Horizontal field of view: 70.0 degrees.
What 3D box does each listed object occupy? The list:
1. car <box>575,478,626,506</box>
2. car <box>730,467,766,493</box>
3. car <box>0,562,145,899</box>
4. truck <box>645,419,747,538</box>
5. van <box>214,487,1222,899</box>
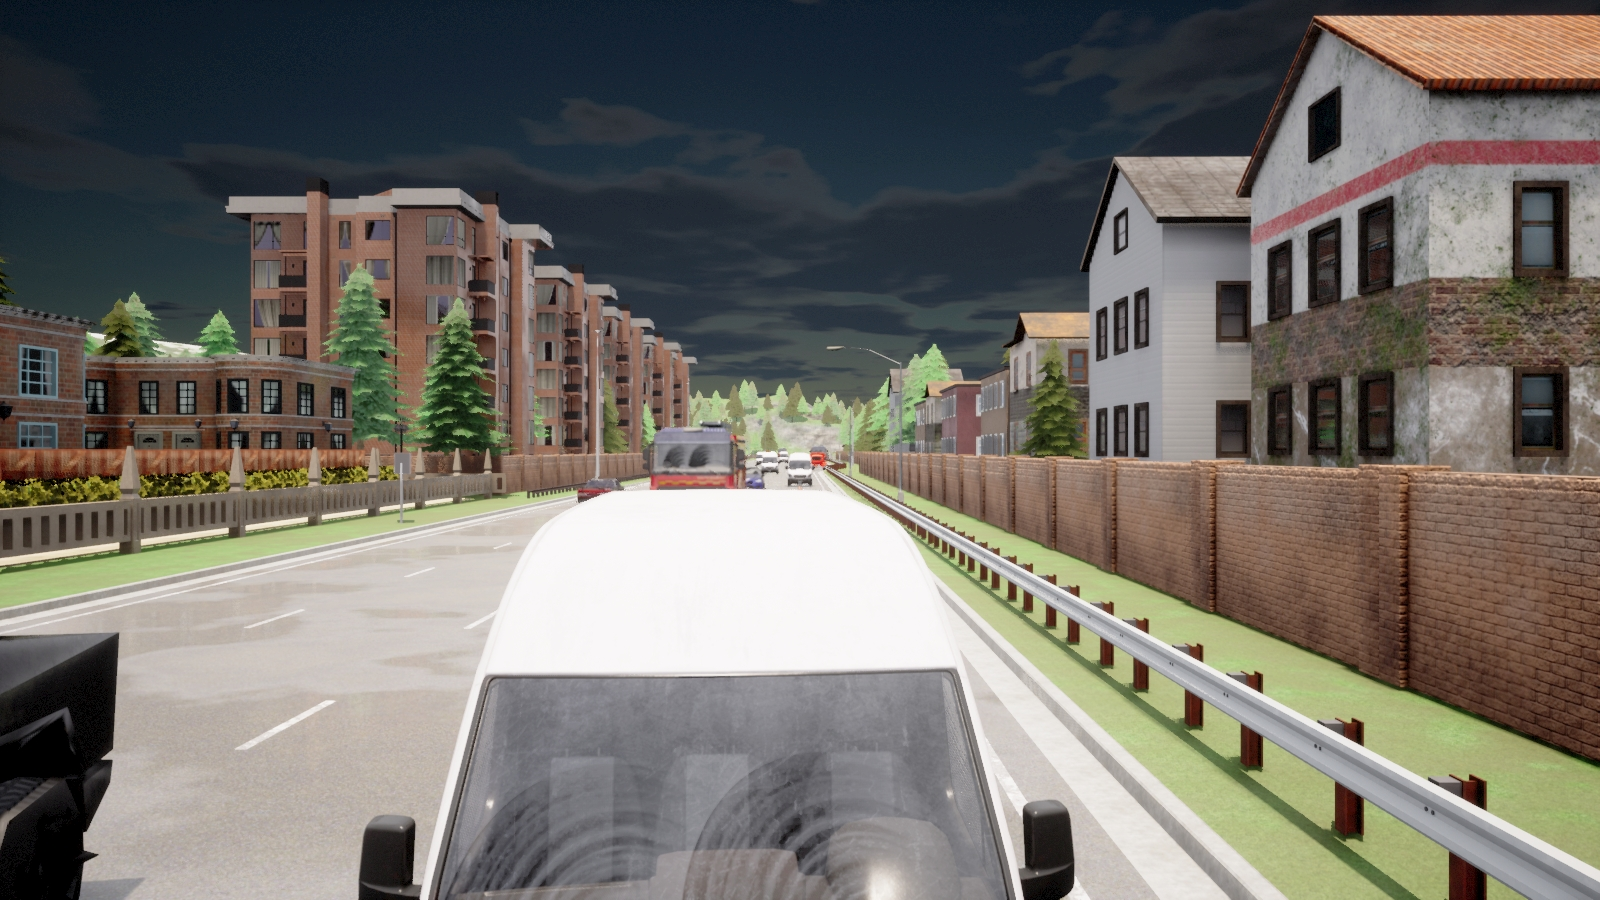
[{"bbox_3d":[-10.503,2.184,60.482,1.895,1.301,4.718,0,0,0],"label":"car"},{"bbox_3d":[-3.503,2.004,77.312,2.242,1.667,4.611,0,0,0],"label":"car"},{"bbox_3d":[-4.725,1.756,3.923,2.390,2.098,6.274,0,0,-11],"label":"car"},{"bbox_3d":[-3.518,0.910,40.802,2.891,3.827,8.468,0,0,0],"label":"truck"},{"bbox_3d":[-0.349,1.538,5.209,1.988,2.561,5.915,0,0,-4],"label":"van"}]
